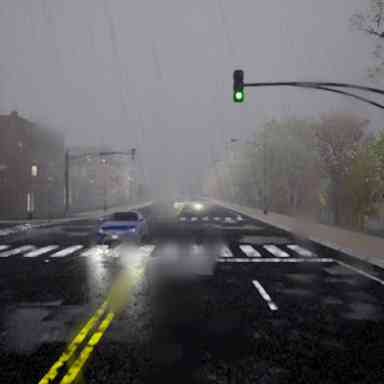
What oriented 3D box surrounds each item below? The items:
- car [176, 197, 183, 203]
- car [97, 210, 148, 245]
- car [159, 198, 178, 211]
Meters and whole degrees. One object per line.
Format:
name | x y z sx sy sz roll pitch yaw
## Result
car | -3.482 2.038 86.536 1.837 1.490 4.892 0 0 0
car | -3.258 1.651 16.375 1.812 1.442 4.674 0 0 0
car | -3.334 1.863 45.113 2.033 1.411 5.357 0 0 0
